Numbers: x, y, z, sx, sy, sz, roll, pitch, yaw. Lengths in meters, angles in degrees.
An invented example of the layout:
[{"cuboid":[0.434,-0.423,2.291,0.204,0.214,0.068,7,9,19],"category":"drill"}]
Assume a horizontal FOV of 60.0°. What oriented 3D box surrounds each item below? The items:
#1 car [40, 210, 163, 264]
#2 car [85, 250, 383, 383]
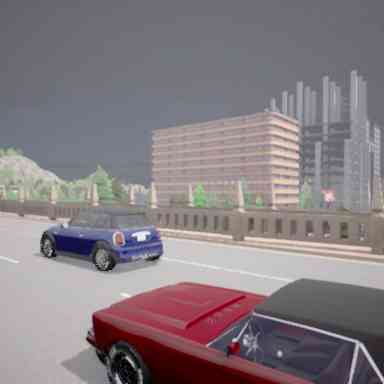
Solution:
[{"cuboid":[-3.144,1.374,11.148,4.553,1.767,2.097,0,0,39],"category":"car"},{"cuboid":[1.045,1.616,3.351,4.718,1.301,1.895,0,0,37],"category":"car"}]
